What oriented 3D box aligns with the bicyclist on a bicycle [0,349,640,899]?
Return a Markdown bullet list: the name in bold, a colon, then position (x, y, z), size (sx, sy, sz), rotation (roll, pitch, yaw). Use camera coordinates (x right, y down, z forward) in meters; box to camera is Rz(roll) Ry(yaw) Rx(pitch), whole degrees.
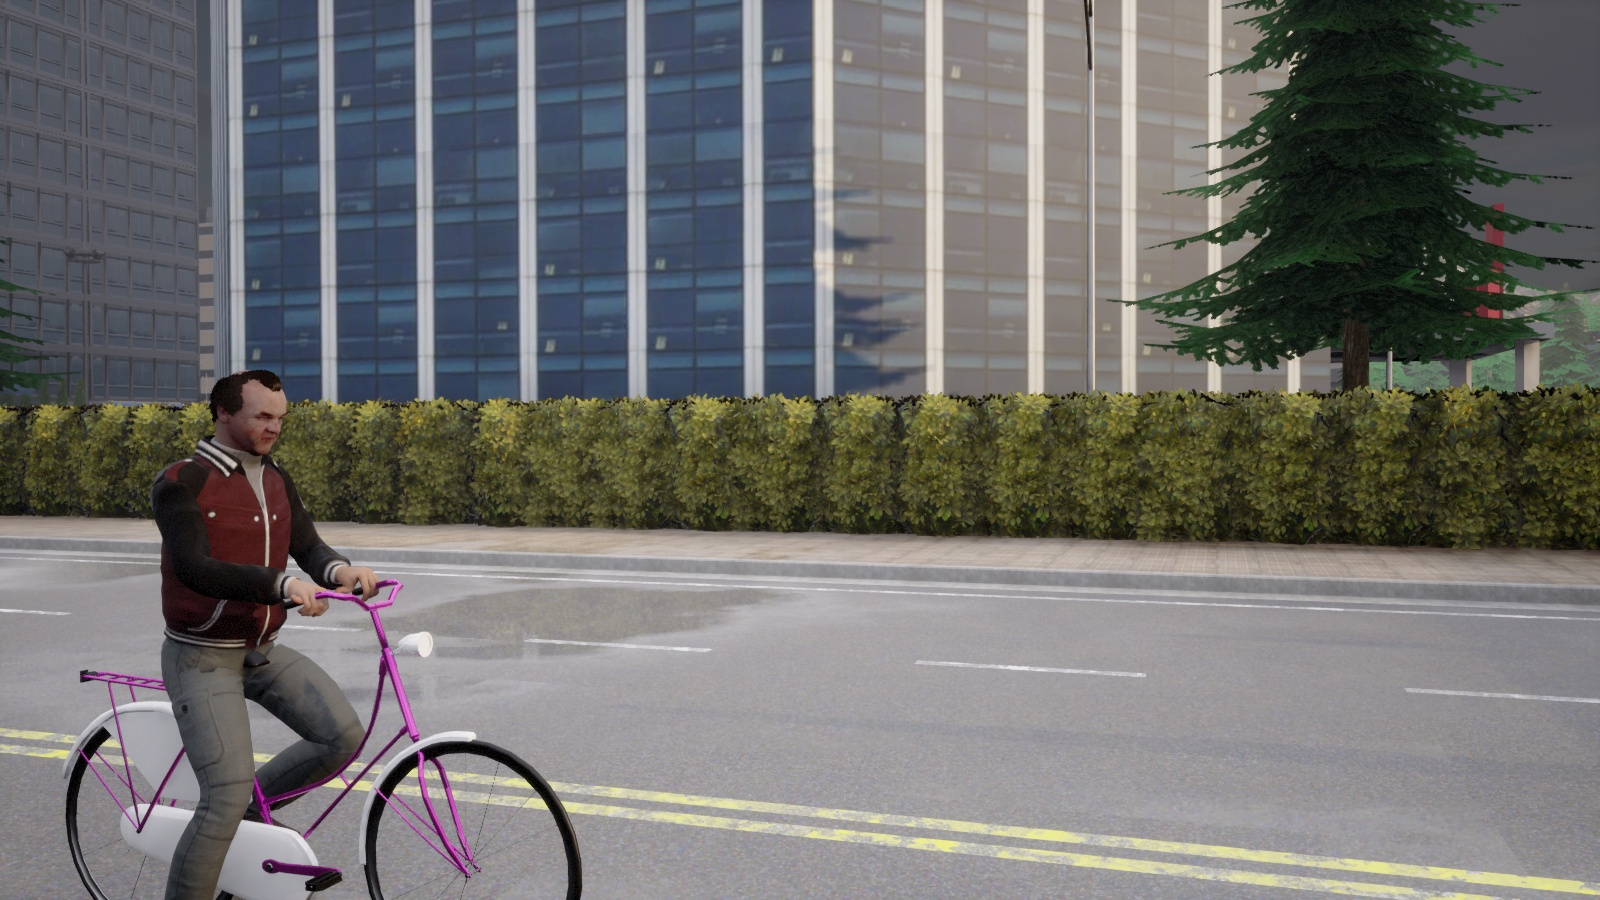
- **bicyclist on a bicycle**: position (-1.451, 0.633, 3.680), size (1.843, 1.776, 0.659), rotation (0, 1, 19)
